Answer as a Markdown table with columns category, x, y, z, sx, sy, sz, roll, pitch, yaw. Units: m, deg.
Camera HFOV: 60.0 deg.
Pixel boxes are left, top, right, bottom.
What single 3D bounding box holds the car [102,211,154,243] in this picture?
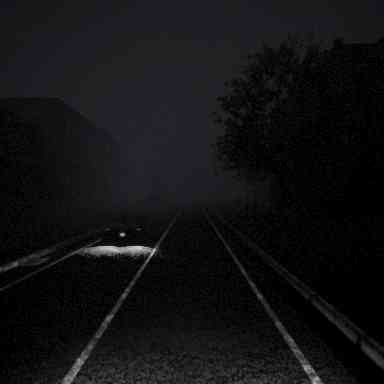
| category | x | y | z | sx | sy | sz | roll | pitch | yaw |
| --- | --- | --- | --- | --- | --- | --- | --- | --- | --- |
| car | -3.002 | 1.654 | 16.366 | 1.994 | 1.385 | 4.181 | 0 | 0 | 0 |
